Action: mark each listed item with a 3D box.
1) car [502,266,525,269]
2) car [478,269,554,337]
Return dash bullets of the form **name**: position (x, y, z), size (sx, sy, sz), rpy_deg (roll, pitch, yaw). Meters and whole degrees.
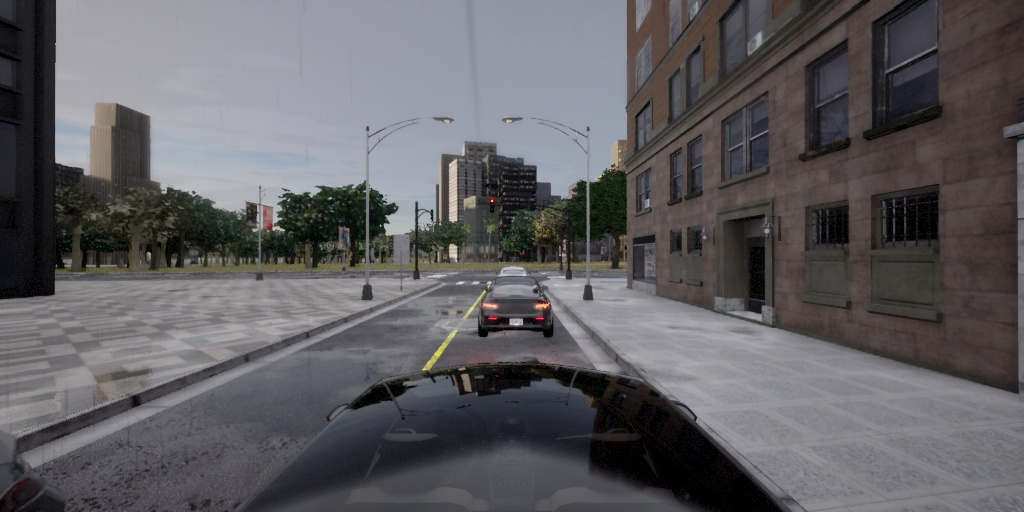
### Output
- **car**: position (0.064, 1.277, 19.208), size (1.812, 1.442, 4.674), rpy_deg (0, 0, 0)
- **car**: position (0.083, 1.276, 10.148), size (1.812, 1.442, 4.674), rpy_deg (0, 0, 0)
